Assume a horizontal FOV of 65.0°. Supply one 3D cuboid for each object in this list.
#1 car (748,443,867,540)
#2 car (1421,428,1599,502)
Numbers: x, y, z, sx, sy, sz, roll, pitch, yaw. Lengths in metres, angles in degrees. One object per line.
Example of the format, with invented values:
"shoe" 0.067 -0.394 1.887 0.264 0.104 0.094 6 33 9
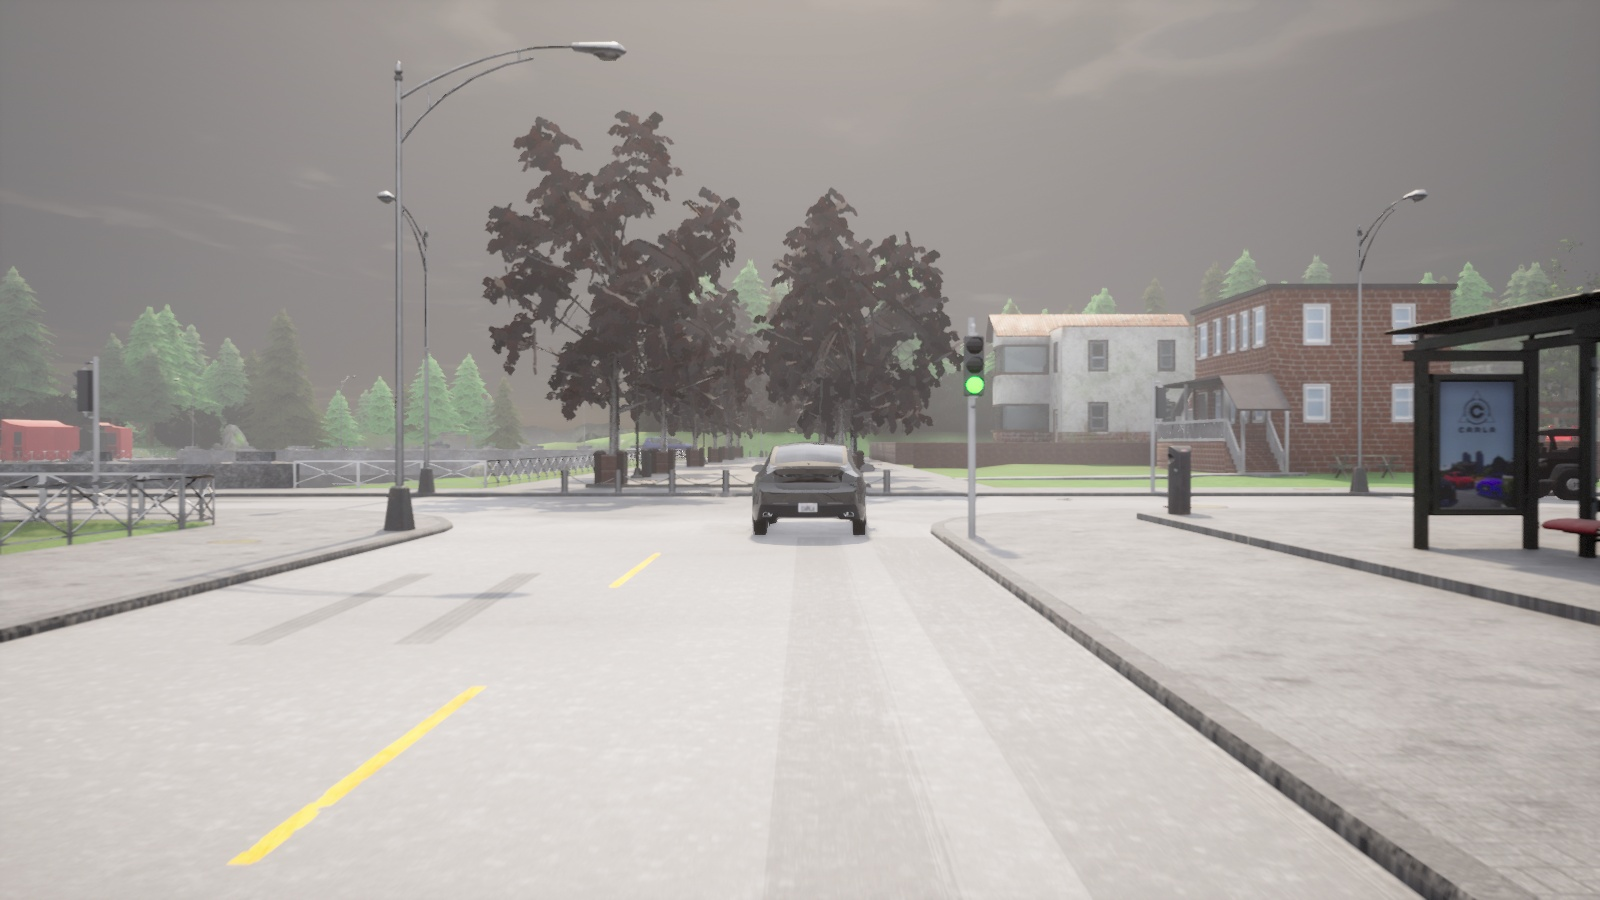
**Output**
"car" 0.224 0.629 21.817 1.837 1.490 4.892 0 0 2
"car" 18.511 0.374 32.549 3.866 1.878 1.905 0 0 1
